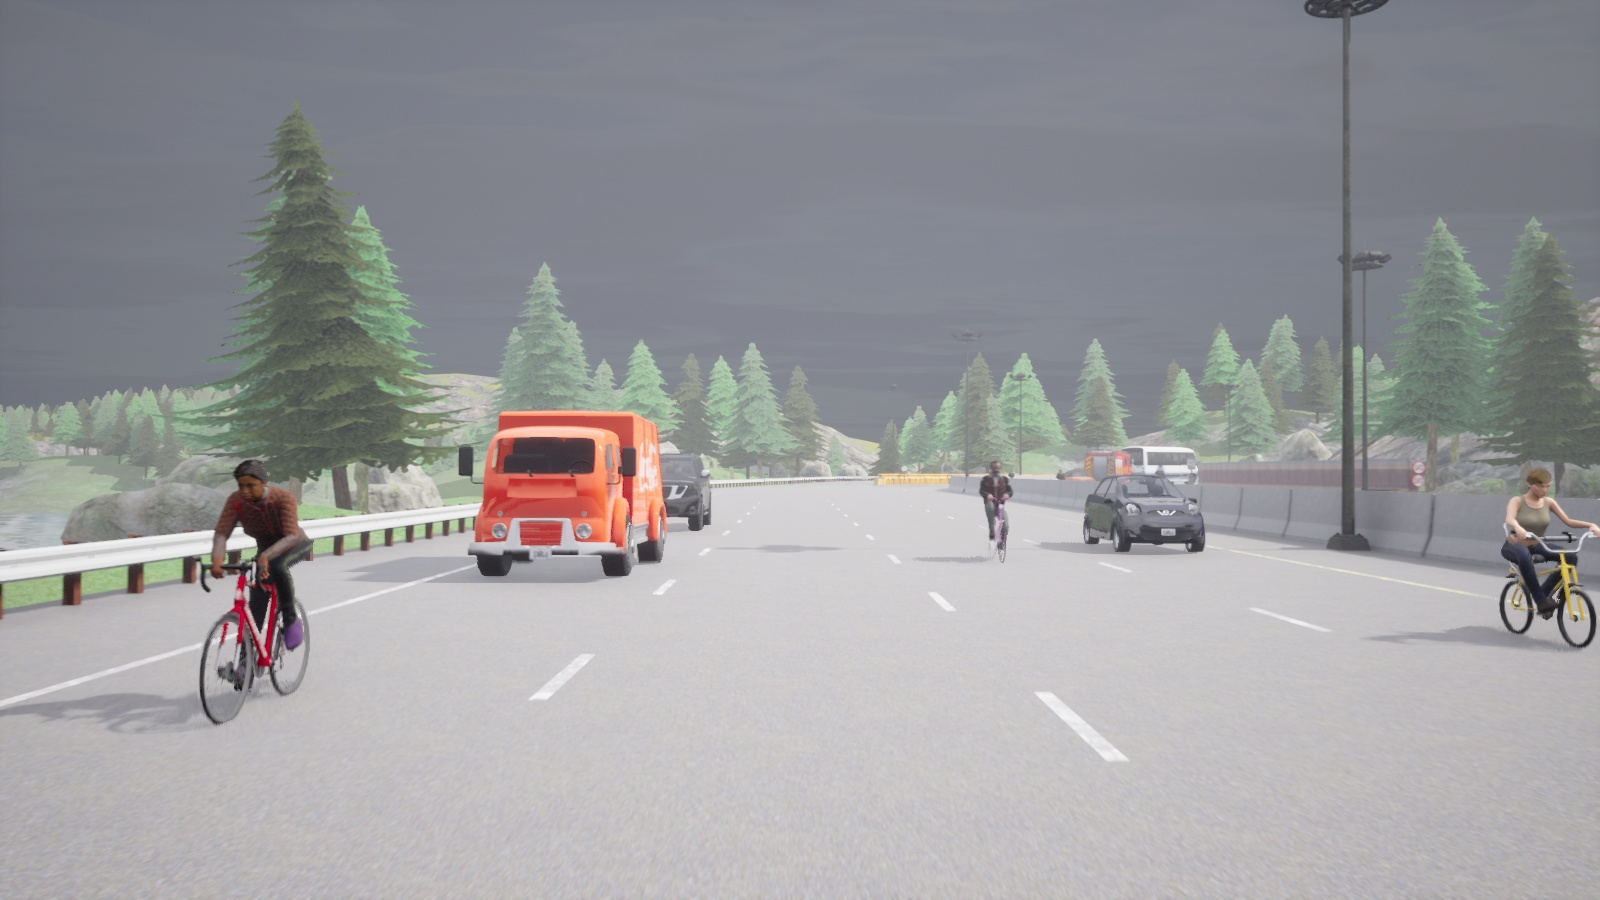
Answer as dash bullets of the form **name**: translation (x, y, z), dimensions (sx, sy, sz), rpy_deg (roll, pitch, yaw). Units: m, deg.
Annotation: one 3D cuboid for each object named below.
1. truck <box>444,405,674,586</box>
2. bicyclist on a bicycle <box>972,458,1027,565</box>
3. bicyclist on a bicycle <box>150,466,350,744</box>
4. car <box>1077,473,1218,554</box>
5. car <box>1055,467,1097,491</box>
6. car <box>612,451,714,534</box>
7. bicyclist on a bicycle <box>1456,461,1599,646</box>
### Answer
- **truck**: translation (-3.557, 0.676, 19.793), dimensions (2.627, 2.467, 5.204), rpy_deg (0, -1, 0)
- **bicyclist on a bicycle**: translation (3.442, 1.034, 21.793), dimensions (0.659, 1.776, 1.843), rpy_deg (0, -1, 0)
- **bicyclist on a bicycle**: translation (-3.522, 0.918, 8.196), dimensions (0.582, 1.620, 1.656), rpy_deg (0, -1, 0)
- **car**: translation (6.934, 1.225, 25.427), dimensions (1.845, 1.501, 3.633), rpy_deg (0, -1, 0)
- **car**: translation (20.617, 2.158, 94.032), dimensions (2.097, 1.767, 4.553), rpy_deg (0, -1, 0)
- **car**: translation (-3.589, 1.115, 33.976), dimensions (2.150, 2.045, 5.566), rpy_deg (0, -1, 0)
- **bicyclist on a bicycle**: translation (6.973, 0.919, 11.739), dimensions (0.866, 1.612, 1.509), rpy_deg (0, -1, 0)
